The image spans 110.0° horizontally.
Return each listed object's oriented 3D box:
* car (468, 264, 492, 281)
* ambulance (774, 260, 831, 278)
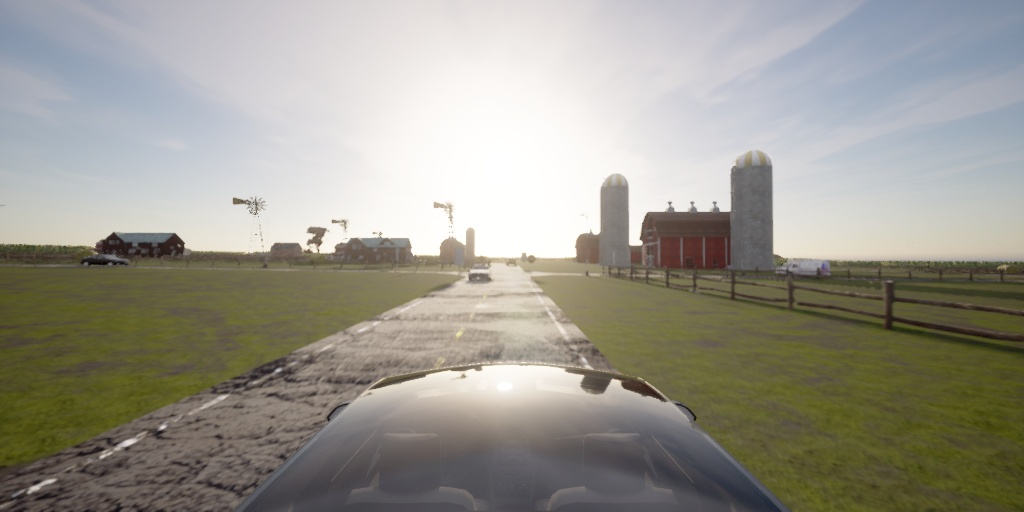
[{"bbox_3d":[-2.796,1.471,32.519,2.033,1.411,5.357,0,0,1],"label":"car"},{"bbox_3d":[39.391,1.727,48.862,6.366,2.431,2.351,1,-1,0],"label":"ambulance"}]
